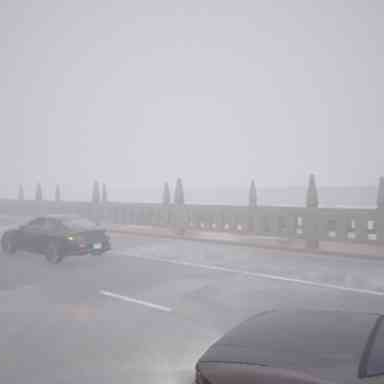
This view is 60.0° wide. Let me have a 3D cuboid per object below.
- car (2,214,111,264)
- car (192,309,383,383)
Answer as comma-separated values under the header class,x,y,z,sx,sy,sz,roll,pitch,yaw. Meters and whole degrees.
class,x,y,z,sx,sy,sz,roll,pitch,yaw
car,-4.829,1.515,11.733,4.674,1.442,1.812,0,0,35
car,2.557,1.549,2.170,5.357,1.411,2.033,0,0,35
